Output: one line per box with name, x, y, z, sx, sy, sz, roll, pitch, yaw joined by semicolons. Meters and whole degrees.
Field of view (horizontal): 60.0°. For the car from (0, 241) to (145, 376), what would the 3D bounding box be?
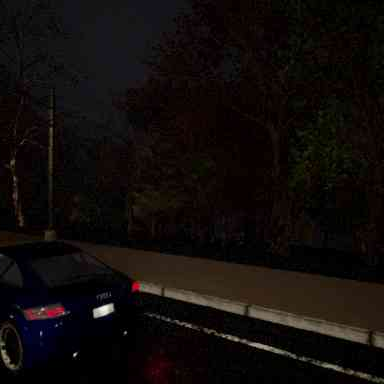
car;-2.787;1.562;5.654;4.181;1.385;1.994;0;0;37
